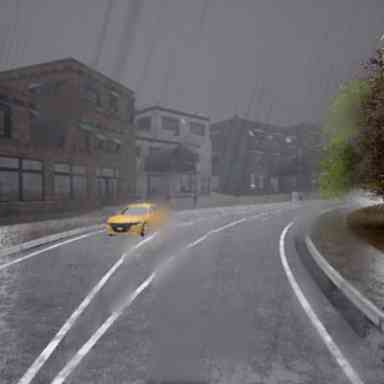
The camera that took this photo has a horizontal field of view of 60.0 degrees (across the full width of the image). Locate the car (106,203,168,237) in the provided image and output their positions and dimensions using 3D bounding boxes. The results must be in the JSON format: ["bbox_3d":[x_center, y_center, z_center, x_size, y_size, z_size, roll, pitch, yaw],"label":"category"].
[{"bbox_3d":[-2.763,1.384,17.682,1.882,1.535,5.008,-1,0,13],"label":"car"}]
